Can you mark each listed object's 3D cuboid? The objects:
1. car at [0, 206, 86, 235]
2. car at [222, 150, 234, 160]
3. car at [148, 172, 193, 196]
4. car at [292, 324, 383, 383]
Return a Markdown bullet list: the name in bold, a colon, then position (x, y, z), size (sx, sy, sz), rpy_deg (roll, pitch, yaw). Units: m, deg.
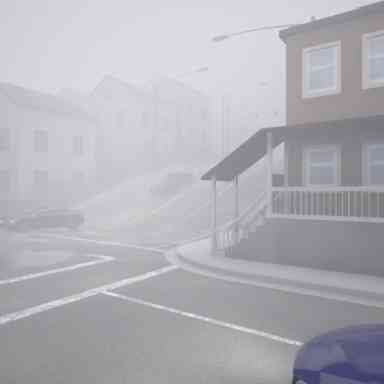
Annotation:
- **car**: position (-8.821, 1.612, 19.868), size (2.128, 1.511, 4.902), rpy_deg (0, -1, 43)
- **car**: position (5.364, -4.325, 39.753), size (1.812, 1.442, 4.674), rpy_deg (0, 10, 36)
- **car**: position (-1.858, -0.823, 29.404), size (1.895, 1.301, 4.718), rpy_deg (0, 20, 34)
- **car**: position (2.931, 1.526, 1.873), size (4.674, 1.442, 1.812), rpy_deg (0, 0, 36)
